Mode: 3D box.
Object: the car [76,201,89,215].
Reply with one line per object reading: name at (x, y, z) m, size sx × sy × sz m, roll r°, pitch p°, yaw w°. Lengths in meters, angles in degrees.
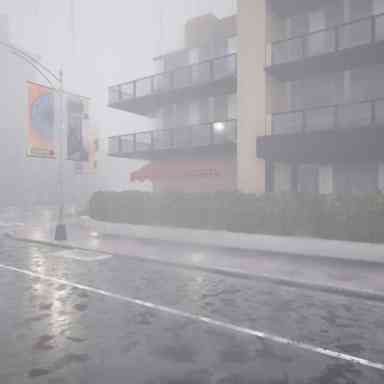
car at (-9.135, 1.477, 33.232) m, size 1.882 × 1.535 × 5.008 m, roll 0°, pitch 0°, yaw 35°
